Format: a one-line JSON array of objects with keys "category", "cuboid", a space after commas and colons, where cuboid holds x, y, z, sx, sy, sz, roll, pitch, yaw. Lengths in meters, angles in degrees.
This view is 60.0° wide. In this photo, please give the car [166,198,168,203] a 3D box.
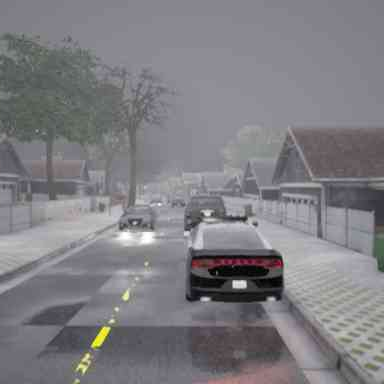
[{"category": "car", "cuboid": [-3.750, 1.472, 61.871, 2.033, 1.411, 5.357, 0, 0, -8]}]

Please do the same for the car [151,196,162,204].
[{"category": "car", "cuboid": [-6.646, 1.500, 62.235, 1.994, 1.385, 4.181, 0, 0, -7]}]

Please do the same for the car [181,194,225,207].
[{"category": "car", "cuboid": [0.641, 1.137, 18.284, 2.150, 2.045, 5.566, 0, 0, -2]}]

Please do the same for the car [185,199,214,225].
[{"category": "car", "cuboid": [0.417, 1.343, 24.474, 1.801, 1.575, 5.366, 0, 0, -2]}]

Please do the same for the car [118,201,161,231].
[{"category": "car", "cuboid": [-3.128, 1.471, 19.935, 1.994, 1.385, 4.181, 0, 0, -2]}]

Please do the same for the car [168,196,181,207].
[{"category": "car", "cuboid": [-2.003, 1.374, 46.831, 1.837, 1.490, 4.892, 0, 0, -5]}]

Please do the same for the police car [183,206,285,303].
[{"category": "police car", "cuboid": [0.807, 1.378, 8.312, 1.930, 1.638, 5.238, 0, 0, 0]}]
